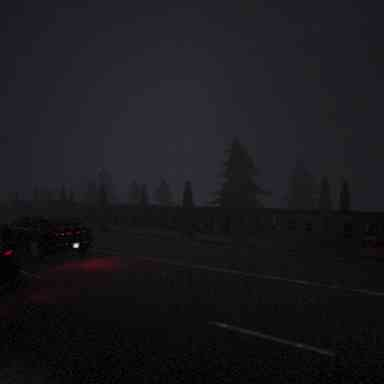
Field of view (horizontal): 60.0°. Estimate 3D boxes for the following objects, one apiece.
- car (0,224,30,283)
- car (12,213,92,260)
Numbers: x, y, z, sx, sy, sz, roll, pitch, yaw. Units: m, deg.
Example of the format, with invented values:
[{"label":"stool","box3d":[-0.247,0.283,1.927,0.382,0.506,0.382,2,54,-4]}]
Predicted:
[{"label":"car","box3d":[-6.338,1.617,8.726,4.181,1.385,1.994,0,0,38]},{"label":"car","box3d":[-5.795,1.564,12.783,4.892,1.490,1.837,0,0,39]}]
